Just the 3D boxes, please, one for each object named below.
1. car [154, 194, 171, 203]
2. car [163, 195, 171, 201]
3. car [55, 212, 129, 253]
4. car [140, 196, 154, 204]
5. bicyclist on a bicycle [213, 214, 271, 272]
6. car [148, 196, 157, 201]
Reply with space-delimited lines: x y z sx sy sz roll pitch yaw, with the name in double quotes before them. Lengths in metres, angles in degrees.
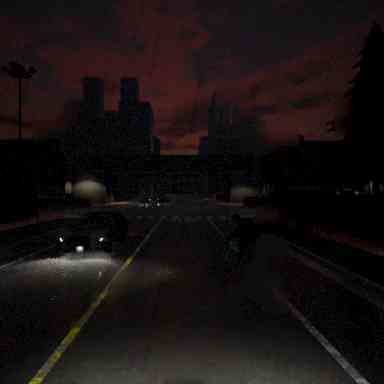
"car" -5.815 1.363 66.665 2.097 1.767 4.553 0 0 -1
"car" -6.161 1.534 81.467 1.812 1.442 4.674 0 0 -1
"car" -3.884 1.546 14.016 2.033 1.411 5.357 0 0 -1
"car" -9.309 1.503 66.493 2.128 1.511 4.902 0 0 -1
"bicyclist on a bicycle" 1.403 1.446 9.344 1.656 1.620 0.582 -2 0 -1
"car" -9.674 1.605 81.946 1.895 1.301 4.718 0 0 -1
